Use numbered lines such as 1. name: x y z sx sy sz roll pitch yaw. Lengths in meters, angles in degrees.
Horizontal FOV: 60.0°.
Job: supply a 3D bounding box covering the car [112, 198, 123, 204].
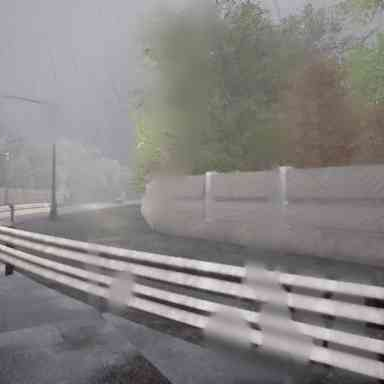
1. car: -17.998 2.144 80.693 1.812 1.442 4.674 0 0 0
